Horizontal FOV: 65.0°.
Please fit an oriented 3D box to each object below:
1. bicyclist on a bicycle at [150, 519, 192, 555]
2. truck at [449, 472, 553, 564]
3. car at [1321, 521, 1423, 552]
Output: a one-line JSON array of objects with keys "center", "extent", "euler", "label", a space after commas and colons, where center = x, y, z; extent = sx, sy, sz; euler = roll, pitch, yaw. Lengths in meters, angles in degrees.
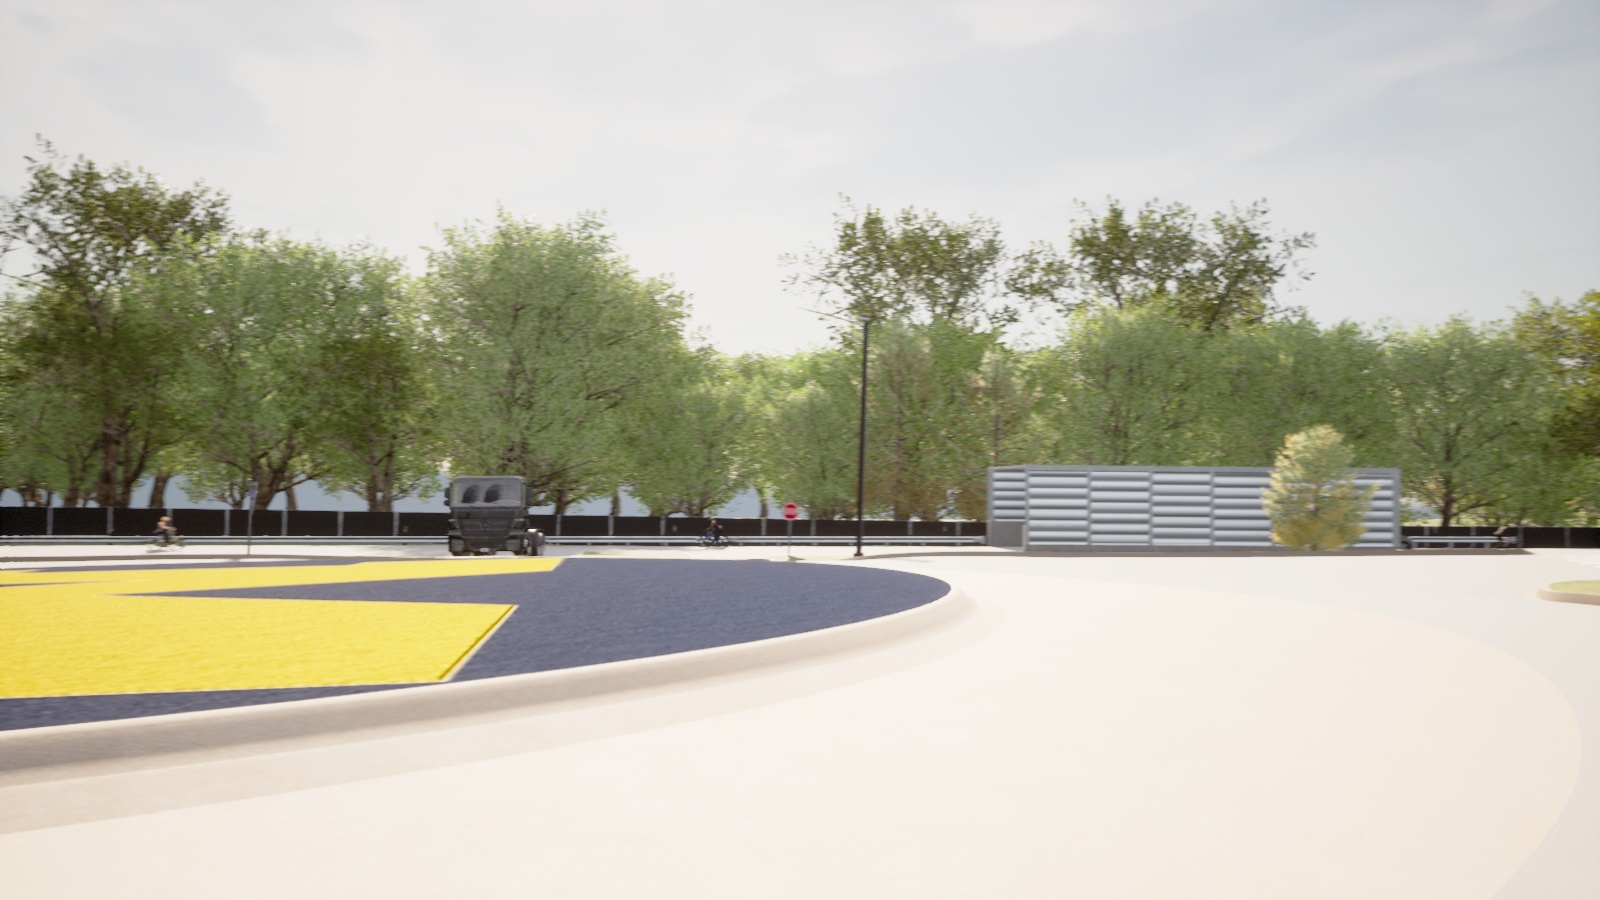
[{"center": [-29.210, 4.043, 58.344], "extent": [1.509, 1.612, 0.866], "euler": [1, -1, -9], "label": "bicyclist on a bicycle"}, {"center": [-12.157, 2.900, 51.831], "extent": [2.891, 3.462, 7.936], "euler": [0, -4, -4], "label": "truck"}, {"center": [30.153, 4.551, 66.288], "extent": [4.514, 1.525, 2.007], "euler": [1, -1, -4], "label": "car"}]
